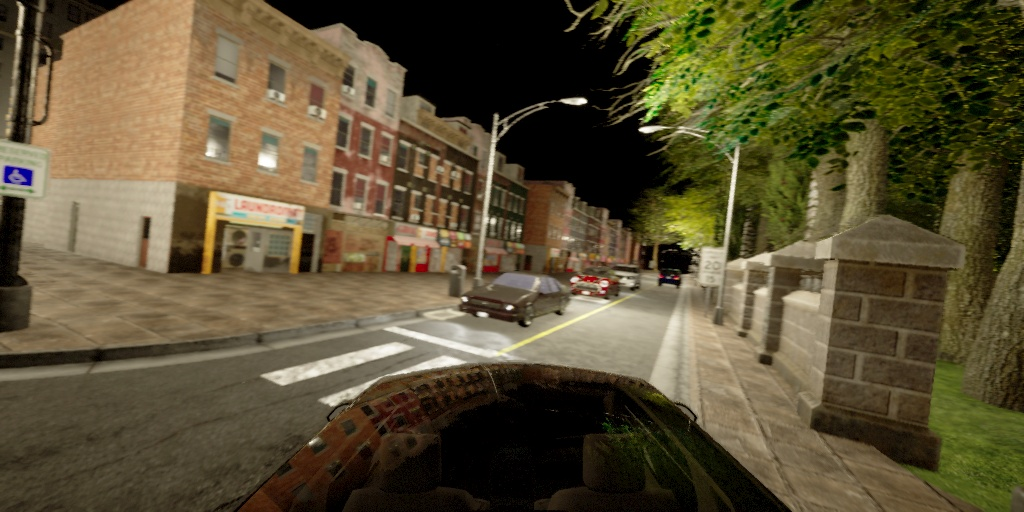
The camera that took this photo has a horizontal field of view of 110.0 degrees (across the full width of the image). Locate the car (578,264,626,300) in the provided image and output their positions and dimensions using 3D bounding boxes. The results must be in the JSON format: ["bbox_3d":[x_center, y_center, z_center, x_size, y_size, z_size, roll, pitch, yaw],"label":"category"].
[{"bbox_3d":[4.958,1.447,20.927,2.097,1.767,4.553,7,1,26],"label":"car"}]

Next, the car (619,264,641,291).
[{"bbox_3d":[9.537,1.720,30.274,2.150,2.045,5.566,7,1,25],"label":"car"}]

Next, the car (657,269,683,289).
[{"bbox_3d":[17.831,2.514,40.583,2.150,2.045,5.566,7,1,26],"label":"car"}]

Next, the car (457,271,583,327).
[{"bbox_3d":[0.447,1.245,11.728,2.033,1.411,5.357,7,1,26],"label":"car"}]
